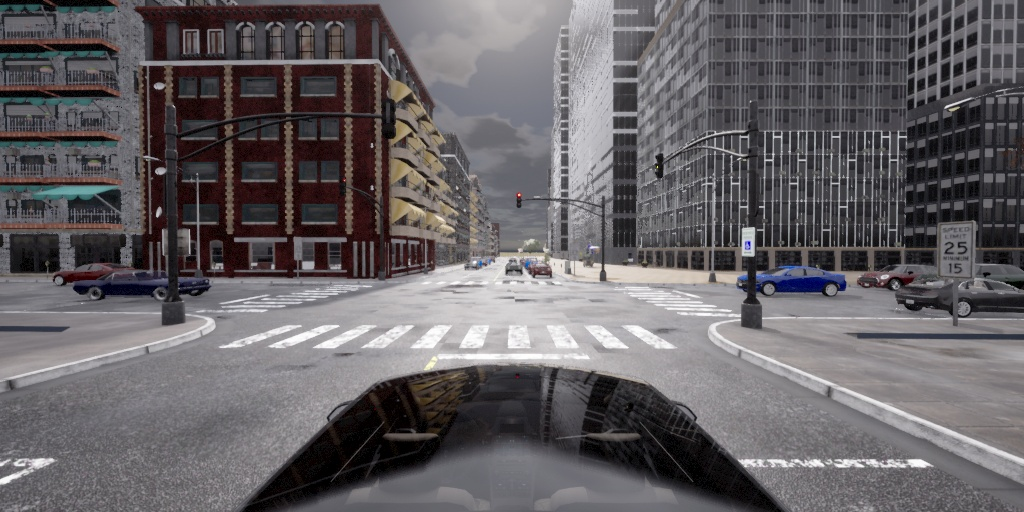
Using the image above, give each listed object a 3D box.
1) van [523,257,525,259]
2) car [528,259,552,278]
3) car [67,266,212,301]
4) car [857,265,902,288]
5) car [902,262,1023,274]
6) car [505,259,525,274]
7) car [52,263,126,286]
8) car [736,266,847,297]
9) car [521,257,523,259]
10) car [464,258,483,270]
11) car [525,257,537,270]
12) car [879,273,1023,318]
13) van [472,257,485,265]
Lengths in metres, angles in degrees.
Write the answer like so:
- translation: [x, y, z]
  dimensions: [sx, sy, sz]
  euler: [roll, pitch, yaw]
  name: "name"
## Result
- translation: [2.773, 1.042, 50.369]
  dimensions: [1.690, 1.789, 3.998]
  euler: [0, 0, 0]
  name: "van"
- translation: [2.732, 1.270, 33.431]
  dimensions: [1.888, 1.381, 4.507]
  euler: [0, 0, 0]
  name: "car"
- translation: [-16.640, 1.298, 16.335]
  dimensions: [4.718, 1.301, 1.895]
  euler: [0, 1, 1]
  name: "car"
- translation: [23.421, 1.229, 21.622]
  dimensions: [4.097, 1.591, 1.967]
  euler: [0, 0, 1]
  name: "car"
- translation: [24.147, 1.188, 18.876]
  dimensions: [4.553, 1.767, 2.097]
  euler: [0, 1, 1]
  name: "car"
- translation: [0.214, 1.316, 40.778]
  dimensions: [1.895, 1.301, 4.718]
  euler: [0, 0, 0]
  name: "car"
- translation: [-25.808, 1.108, 22.389]
  dimensions: [4.507, 1.381, 1.888]
  euler: [0, 0, 1]
  name: "car"
- translation: [14.687, 1.269, 19.036]
  dimensions: [5.008, 1.535, 1.882]
  euler: [0, 1, 2]
  name: "car"
- translation: [2.786, 1.237, 56.015]
  dimensions: [1.888, 1.381, 4.507]
  euler: [0, 0, 0]
  name: "car"
- translation: [-5.575, 1.267, 50.355]
  dimensions: [1.948, 1.339, 4.313]
  euler: [0, 0, 0]
  name: "car"
- translation: [2.746, 1.157, 39.077]
  dimensions: [1.967, 1.591, 4.097]
  euler: [0, 0, 0]
  name: "car"
- translation: [16.742, 1.445, 13.091]
  dimensions: [4.403, 1.370, 2.007]
  euler: [0, 0, 1]
  name: "car"
- translation: [-5.562, 1.033, 56.001]
  dimensions: [1.690, 1.789, 3.998]
  euler: [0, 0, 0]
  name: "van"
